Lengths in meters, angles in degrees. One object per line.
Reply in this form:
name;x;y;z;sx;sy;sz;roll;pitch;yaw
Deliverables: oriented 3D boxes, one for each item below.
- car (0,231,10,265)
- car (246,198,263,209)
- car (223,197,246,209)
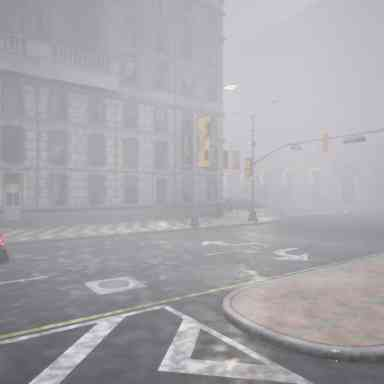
car;-7.353;1.352;8.583;4.553;1.767;2.097;0;0;-35
car;7.371;1.547;46.323;2.033;1.411;5.357;0;0;-36
car;4.495;1.505;44.335;1.837;1.490;4.892;0;0;-36
